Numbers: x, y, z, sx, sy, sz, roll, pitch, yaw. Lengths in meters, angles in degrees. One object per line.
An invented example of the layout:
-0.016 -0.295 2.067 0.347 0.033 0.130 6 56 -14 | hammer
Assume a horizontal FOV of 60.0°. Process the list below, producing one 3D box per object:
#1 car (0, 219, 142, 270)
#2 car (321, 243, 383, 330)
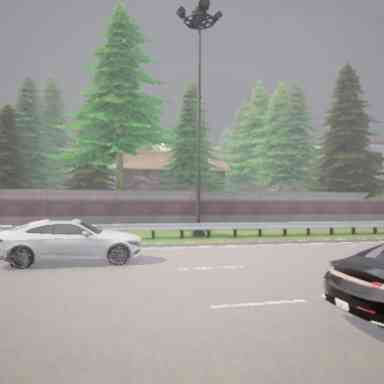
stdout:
-4.022 1.622 11.050 4.674 1.442 1.812 1 -1 -12 | car
4.737 1.588 5.782 4.902 1.511 2.128 0 -1 -12 | car
